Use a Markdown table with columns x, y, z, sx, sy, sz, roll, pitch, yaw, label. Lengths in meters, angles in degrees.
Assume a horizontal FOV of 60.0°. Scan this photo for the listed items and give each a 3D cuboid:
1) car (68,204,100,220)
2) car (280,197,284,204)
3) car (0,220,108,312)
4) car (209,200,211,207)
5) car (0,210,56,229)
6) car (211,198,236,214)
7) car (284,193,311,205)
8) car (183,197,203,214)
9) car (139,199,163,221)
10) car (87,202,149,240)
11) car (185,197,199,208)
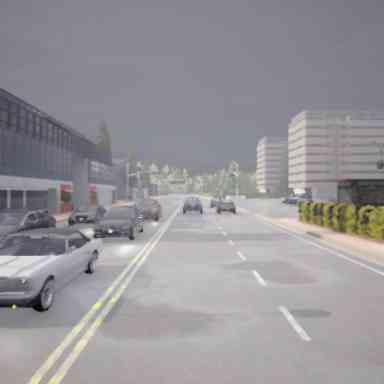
| x | y | z | sx | sy | sz | roll | pitch | yaw | label |
| --- | --- | --- | --- | --- | --- | --- | --- | --- | --- |
| -7.096 | 1.561 | 23.323 | 1.994 | 1.385 | 4.181 | 0 | 0 | 0 | car |
| 17.754 | 1.145 | 57.869 | 4.605 | 1.855 | 1.932 | 0 | 0 | -2 | car |
| -3.603 | 1.600 | 7.819 | 1.895 | 1.301 | 4.718 | 0 | 0 | 0 | car |
| 3.511 | 1.518 | 47.604 | 1.812 | 1.442 | 4.674 | 0 | 0 | 0 | car |
| -7.103 | 1.490 | 13.366 | 2.128 | 1.511 | 4.902 | 0 | 0 | 0 | car |
| 3.492 | 1.487 | 34.802 | 2.128 | 1.511 | 4.902 | 0 | 0 | 0 | car |
| 17.774 | 1.148 | 54.974 | 3.866 | 1.878 | 1.905 | 0 | 0 | -2 | car |
| 0.087 | 1.346 | 35.416 | 2.097 | 1.767 | 4.553 | 0 | 0 | 0 | car |
| -3.591 | 1.348 | 26.998 | 2.097 | 1.767 | 4.553 | 0 | 0 | 0 | car |
| -3.603 | 1.503 | 17.134 | 1.837 | 1.490 | 4.892 | 0 | 0 | 0 | car |
| 0.017 | 1.470 | 47.945 | 1.882 | 1.535 | 5.008 | 0 | 0 | 0 | car |
